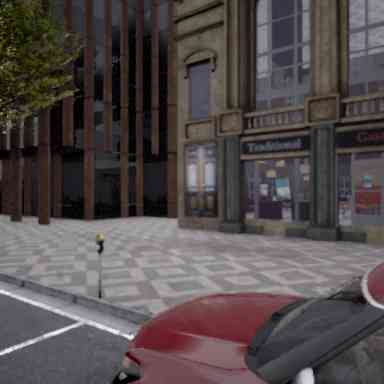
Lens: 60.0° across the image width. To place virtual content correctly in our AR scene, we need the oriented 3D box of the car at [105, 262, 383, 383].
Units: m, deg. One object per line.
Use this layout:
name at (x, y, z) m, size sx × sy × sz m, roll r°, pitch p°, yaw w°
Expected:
car at (1.712, 1.314, 1.859) m, size 5.009 × 1.841 × 2.192 m, roll 0°, pitch 0°, yaw 36°
